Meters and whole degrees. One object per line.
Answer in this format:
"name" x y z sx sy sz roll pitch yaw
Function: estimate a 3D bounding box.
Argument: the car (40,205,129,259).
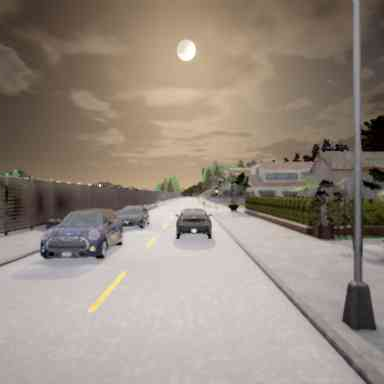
"car" -4.087 1.459 13.077 2.097 1.767 4.553 0 0 0

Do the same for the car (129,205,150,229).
"car" -4.081 1.694 23.402 1.837 1.490 4.892 0 0 0

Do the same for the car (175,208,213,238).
"car" 0.099 1.656 18.627 1.837 1.490 4.892 0 -1 0
